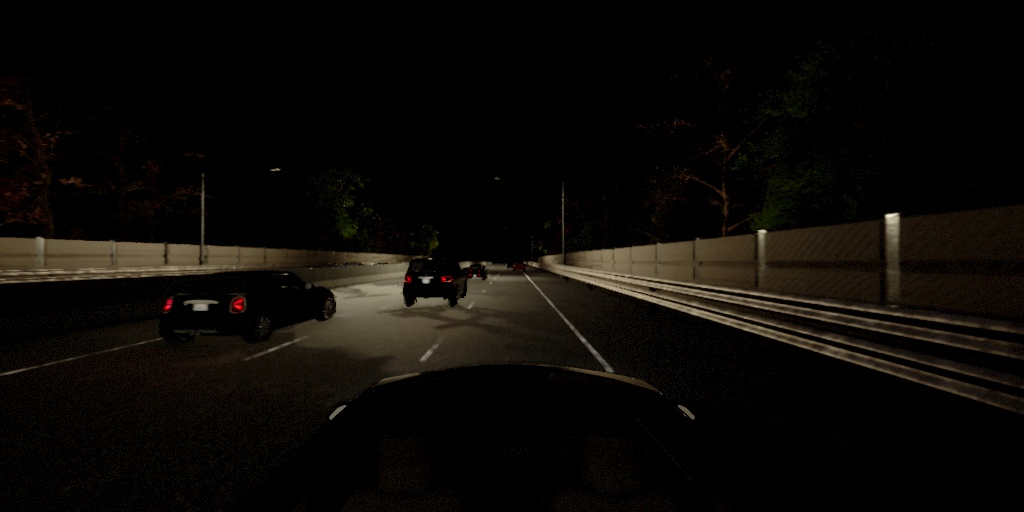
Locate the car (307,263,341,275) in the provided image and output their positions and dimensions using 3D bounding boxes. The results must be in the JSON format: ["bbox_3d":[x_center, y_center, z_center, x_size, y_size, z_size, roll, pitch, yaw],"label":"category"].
[{"bbox_3d":[-24.558,1.677,47.048,1.837,1.490,4.892,0,0,0],"label":"car"}]

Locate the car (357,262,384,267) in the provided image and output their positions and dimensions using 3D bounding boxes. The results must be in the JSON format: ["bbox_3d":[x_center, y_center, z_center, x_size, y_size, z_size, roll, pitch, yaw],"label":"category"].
[{"bbox_3d":[-17.567,1.716,46.540,2.033,1.411,5.357,0,-1,0],"label":"car"}]

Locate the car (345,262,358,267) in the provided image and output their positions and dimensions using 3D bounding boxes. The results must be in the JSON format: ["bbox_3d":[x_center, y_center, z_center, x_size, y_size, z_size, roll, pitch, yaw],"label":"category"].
[{"bbox_3d":[-21.064,1.524,46.995,2.097,1.767,4.553,0,-1,0],"label":"car"}]

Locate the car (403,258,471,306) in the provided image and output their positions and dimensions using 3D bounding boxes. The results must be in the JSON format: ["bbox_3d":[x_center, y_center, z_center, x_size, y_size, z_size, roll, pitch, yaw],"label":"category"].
[{"bbox_3d":[-3.400,1.108,16.745,2.150,2.045,5.566,0,-1,0],"label":"car"}]

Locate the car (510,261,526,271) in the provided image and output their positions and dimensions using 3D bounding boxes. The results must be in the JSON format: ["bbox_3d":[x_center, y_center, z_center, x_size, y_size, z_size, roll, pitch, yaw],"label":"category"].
[{"bbox_3d":[1.224,1.668,60.884,2.097,1.767,4.553,0,-1,0],"label":"car"}]

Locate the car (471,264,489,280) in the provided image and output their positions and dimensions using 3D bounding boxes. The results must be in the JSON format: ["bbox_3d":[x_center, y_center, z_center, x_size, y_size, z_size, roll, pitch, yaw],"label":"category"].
[{"bbox_3d":[-3.399,1.565,35.184,1.837,1.490,4.892,0,-1,0],"label":"car"}]

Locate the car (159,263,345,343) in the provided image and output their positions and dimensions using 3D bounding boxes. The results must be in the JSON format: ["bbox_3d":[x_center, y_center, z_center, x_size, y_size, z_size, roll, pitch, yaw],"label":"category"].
[{"bbox_3d":[-6.901,1.177,10.076,2.097,1.767,4.553,0,-1,0],"label":"car"}]
